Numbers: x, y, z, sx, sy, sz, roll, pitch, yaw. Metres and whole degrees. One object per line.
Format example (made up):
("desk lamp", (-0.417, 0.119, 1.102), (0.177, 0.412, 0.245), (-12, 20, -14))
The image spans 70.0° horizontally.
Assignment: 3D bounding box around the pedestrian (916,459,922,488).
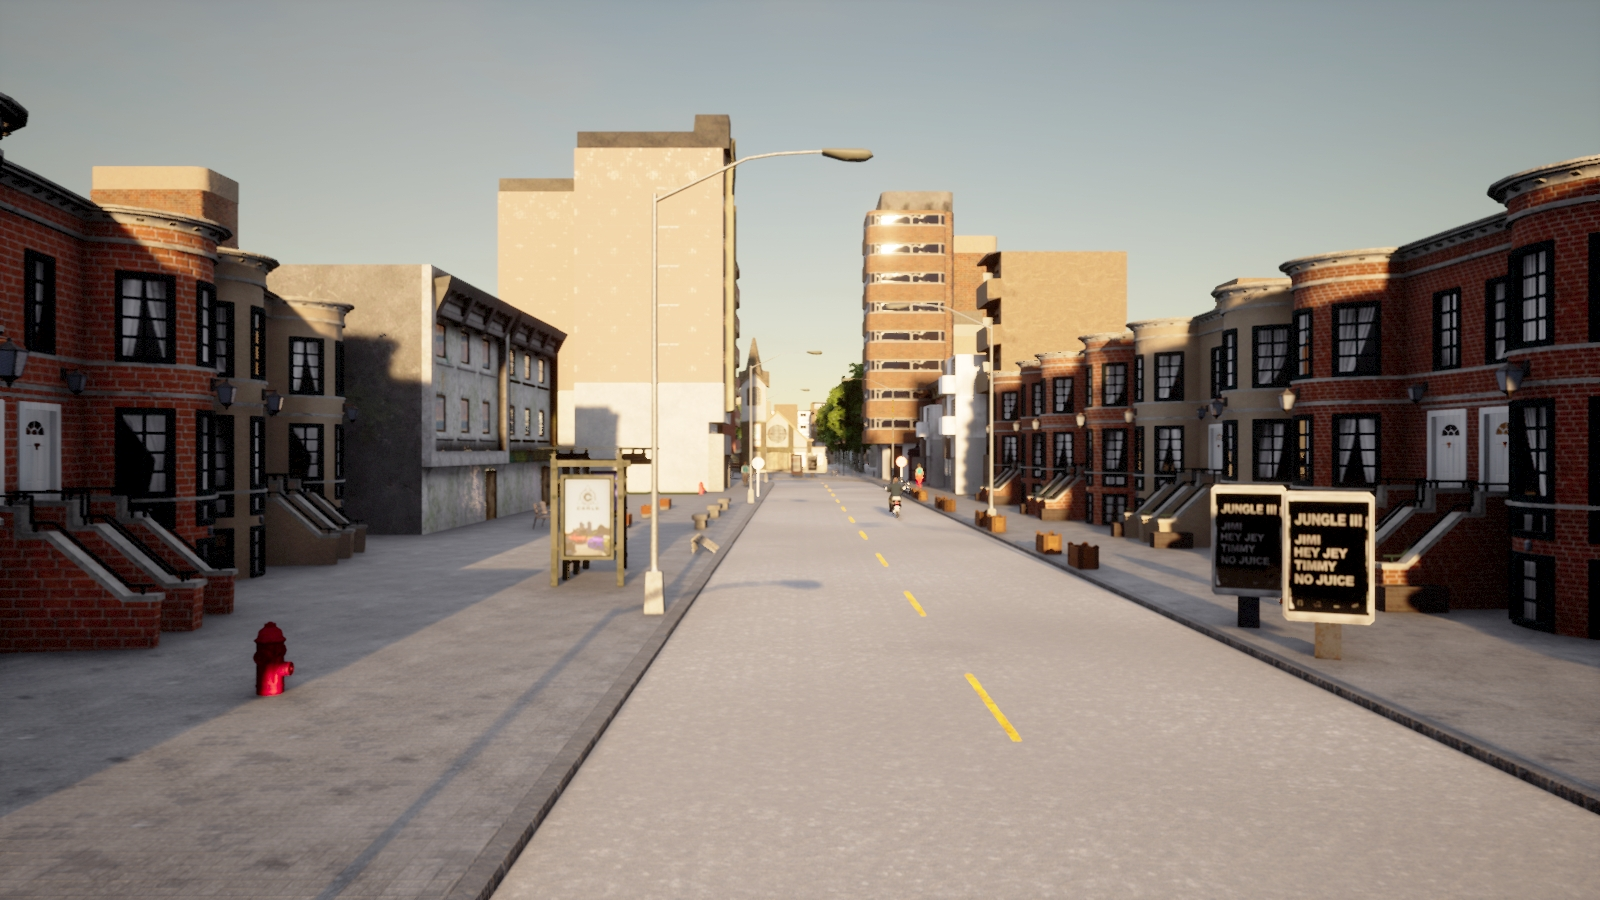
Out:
("pedestrian", (7.611, 1.476, 73.025), (0.375, 1.860, 0.375), (0, 0, -1))
